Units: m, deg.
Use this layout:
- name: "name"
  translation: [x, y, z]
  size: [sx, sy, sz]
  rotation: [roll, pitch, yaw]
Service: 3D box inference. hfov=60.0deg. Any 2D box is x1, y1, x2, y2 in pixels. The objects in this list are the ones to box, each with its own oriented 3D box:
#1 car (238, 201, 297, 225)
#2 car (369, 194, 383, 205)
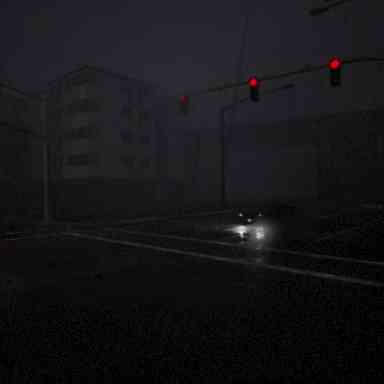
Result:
- name: "car"
  translation: [5.216, 1.300, 22.254]
  size: [2.033, 1.411, 5.357]
  rotation: [0, 1, 41]
- name: "car"
  translation: [24.582, 0.879, 41.410]
  size: [5.357, 1.411, 2.033]
  rotation: [-1, 1, -24]
